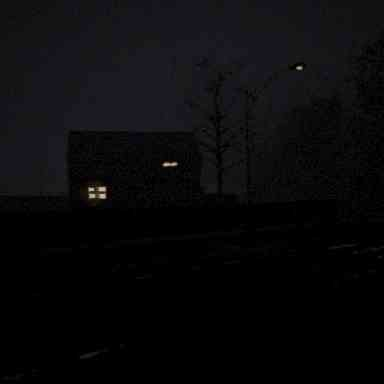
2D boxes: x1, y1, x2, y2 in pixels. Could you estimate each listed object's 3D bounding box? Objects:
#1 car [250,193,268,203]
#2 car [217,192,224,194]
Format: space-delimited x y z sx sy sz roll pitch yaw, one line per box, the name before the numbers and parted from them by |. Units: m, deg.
car | 9.647 0.959 50.197 1.882 1.535 5.008 -2 1 -14
car | 5.681 0.816 65.434 1.837 1.490 4.892 -2 1 -14
